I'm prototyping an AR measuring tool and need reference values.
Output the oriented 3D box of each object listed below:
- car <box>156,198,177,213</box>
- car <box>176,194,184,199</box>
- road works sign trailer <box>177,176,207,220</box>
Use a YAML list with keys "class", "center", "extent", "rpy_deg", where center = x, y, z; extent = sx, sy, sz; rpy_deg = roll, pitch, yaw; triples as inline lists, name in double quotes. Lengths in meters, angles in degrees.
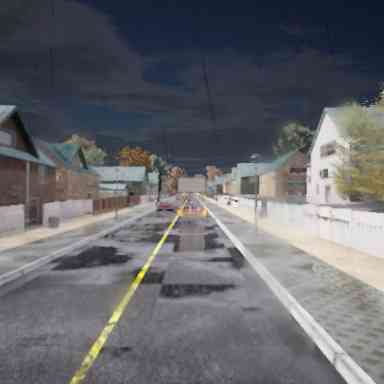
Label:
- class: "car"
  center: [-2.847, 1.601, 36.752]
  extent: [1.895, 1.301, 4.718]
  rpy_deg: [0, 0, 0]
- class: "car"
  center: [-2.757, 1.278, 78.370]
  extent: [1.837, 1.490, 4.892]
  rpy_deg: [0, 0, 0]
- class: "road works sign trailer"
  center: [-0.002, 0.466, 27.114]
  extent: [2.380, 3.560, 2.880]
  rpy_deg: [0, 0, 0]
